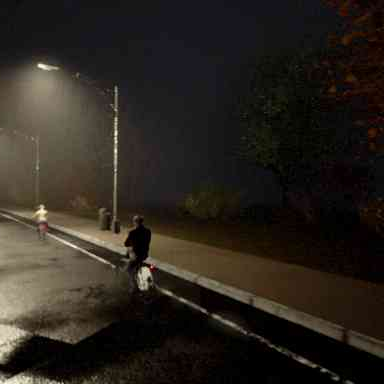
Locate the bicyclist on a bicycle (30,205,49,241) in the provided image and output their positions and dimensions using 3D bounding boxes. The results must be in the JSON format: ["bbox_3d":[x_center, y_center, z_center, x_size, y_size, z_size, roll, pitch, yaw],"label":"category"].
[{"bbox_3d":[-6.930,1.394,15.270,0.866,1.612,1.509,0,0,-36],"label":"bicyclist on a bicycle"}]

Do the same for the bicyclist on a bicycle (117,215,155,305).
[{"bbox_3d":[-1.247,1.367,7.119,0.659,1.776,1.843,0,0,-35],"label":"bicyclist on a bicycle"}]
